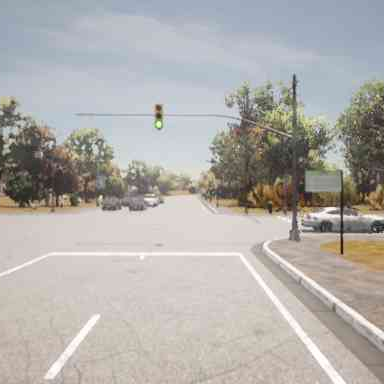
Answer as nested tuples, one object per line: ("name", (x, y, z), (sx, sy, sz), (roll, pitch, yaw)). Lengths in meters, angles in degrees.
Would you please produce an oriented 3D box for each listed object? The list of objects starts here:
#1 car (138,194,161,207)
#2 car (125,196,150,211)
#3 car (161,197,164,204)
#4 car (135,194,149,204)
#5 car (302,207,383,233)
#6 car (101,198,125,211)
("car", (-7.042, 1.436, 55.524), (2.150, 2.045, 5.566), (0, 1, 1))
("car", (-7.074, 1.681, 43.804), (1.837, 1.490, 4.892), (0, 0, 0))
("car", (-6.961, 1.810, 70.882), (2.128, 1.511, 4.902), (0, 0, 0))
("car", (-10.462, 1.504, 69.776), (2.150, 2.045, 5.566), (0, 0, 0))
("car", (8.883, 1.606, 19.515), (4.674, 1.442, 1.812), (0, 0, 3))
("car", (-10.574, 1.682, 44.069), (1.837, 1.490, 4.892), (0, 0, 0))
